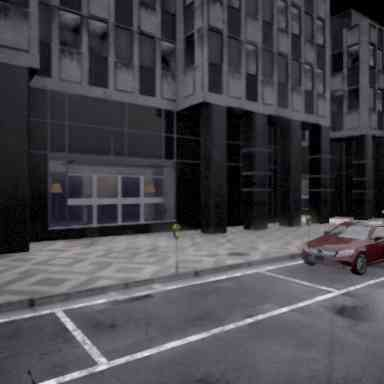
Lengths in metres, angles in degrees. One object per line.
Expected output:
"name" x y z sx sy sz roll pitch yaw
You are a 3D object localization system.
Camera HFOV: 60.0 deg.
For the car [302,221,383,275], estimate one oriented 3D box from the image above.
"car" 5.218 1.586 10.377 4.206 1.307 1.802 0 0 -36
